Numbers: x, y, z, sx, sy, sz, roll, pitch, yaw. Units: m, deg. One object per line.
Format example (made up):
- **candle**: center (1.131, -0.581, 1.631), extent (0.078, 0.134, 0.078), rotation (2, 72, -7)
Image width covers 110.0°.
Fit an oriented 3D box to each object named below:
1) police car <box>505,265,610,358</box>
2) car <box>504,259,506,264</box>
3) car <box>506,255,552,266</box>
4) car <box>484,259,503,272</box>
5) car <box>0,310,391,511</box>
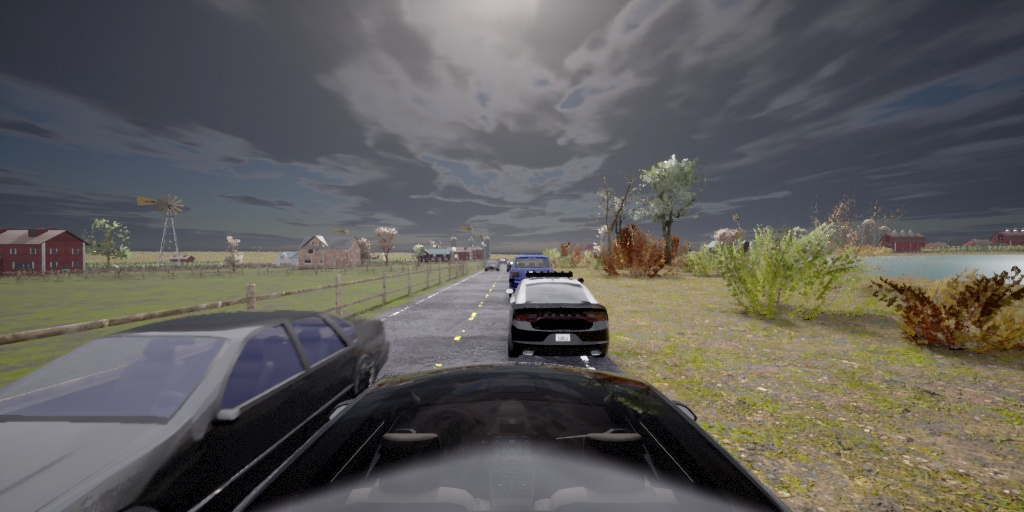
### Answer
- **police car**: center (0.876, 1.174, 8.638), extent (1.930, 1.638, 5.238), rotation (0, 0, 0)
- **car**: center (0.333, 1.334, 46.315), extent (1.994, 1.385, 4.181), rotation (0, 0, 2)
- **car**: center (0.943, 0.974, 18.557), extent (2.150, 2.045, 5.566), rotation (0, 0, 0)
- **car**: center (-2.541, 1.275, 46.573), extent (1.837, 1.490, 4.892), rotation (0, 0, 0)
- **car**: center (-2.835, 1.297, 3.420), extent (2.033, 1.411, 5.357), rotation (0, 0, 0)
